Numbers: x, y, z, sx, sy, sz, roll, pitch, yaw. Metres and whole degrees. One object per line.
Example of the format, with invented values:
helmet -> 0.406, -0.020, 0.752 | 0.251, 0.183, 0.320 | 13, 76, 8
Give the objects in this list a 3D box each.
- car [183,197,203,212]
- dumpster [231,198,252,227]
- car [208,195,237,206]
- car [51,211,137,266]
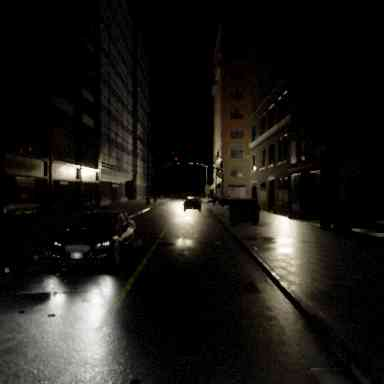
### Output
car -> 0.053, 1.299, 35.038 | 2.128, 1.511, 4.902 | 0, 0, 1
dumpster -> 3.139, 1.283, 21.255 | 1.020, 1.700, 1.940 | 0, 0, 0
car -> 4.598, 1.214, 46.125 | 4.902, 1.511, 2.128 | 0, 0, -15
car -> -3.098, 1.431, 11.385 | 2.128, 1.511, 4.902 | 0, 0, 0
